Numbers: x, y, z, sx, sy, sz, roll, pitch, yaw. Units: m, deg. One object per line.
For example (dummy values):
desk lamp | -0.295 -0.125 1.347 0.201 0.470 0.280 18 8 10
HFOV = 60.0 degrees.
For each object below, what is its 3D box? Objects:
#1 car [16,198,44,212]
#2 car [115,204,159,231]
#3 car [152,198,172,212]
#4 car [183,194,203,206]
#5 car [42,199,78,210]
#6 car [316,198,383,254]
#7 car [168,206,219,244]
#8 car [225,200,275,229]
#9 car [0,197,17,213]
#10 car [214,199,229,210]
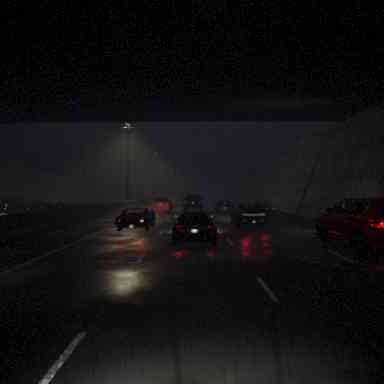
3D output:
car | -17.566 1.559 38.175 2.128 1.511 4.902 0 0 0
car | -3.394 1.637 20.842 1.895 1.301 4.718 0 0 0
car | -3.374 1.417 37.944 2.097 1.767 4.553 0 0 0
car | 0.127 1.288 38.452 2.150 2.045 5.566 0 0 0
car | -14.072 1.663 36.189 1.895 1.301 4.718 0 0 0
car | 7.101 1.245 13.810 2.150 2.045 5.566 0 0 0
car | 0.103 1.591 15.842 1.994 1.385 4.181 0 0 0
car | 3.608 1.528 21.703 2.128 1.511 4.902 0 0 0
car | -21.064 1.419 38.260 2.097 1.767 4.553 0 0 0
car | 3.627 1.559 38.958 2.128 1.511 4.902 0 0 0
